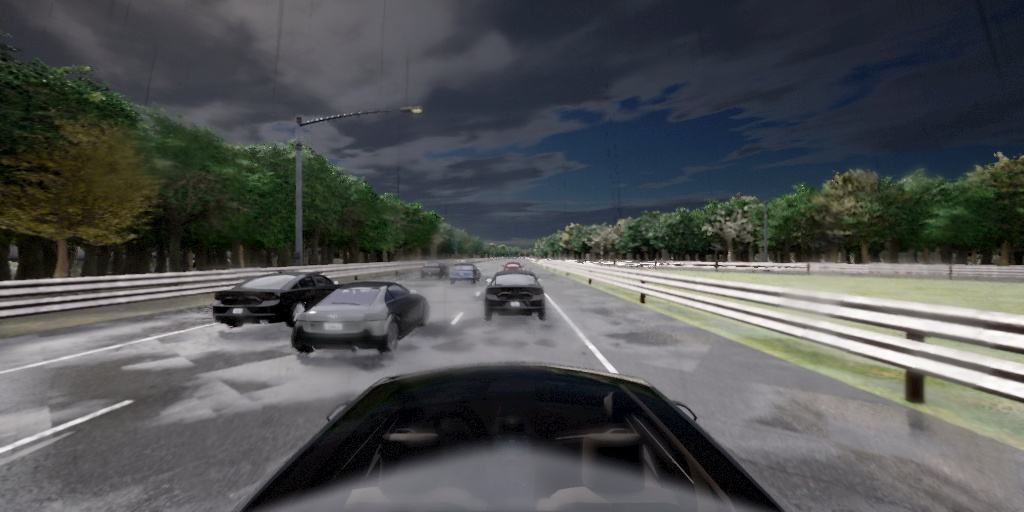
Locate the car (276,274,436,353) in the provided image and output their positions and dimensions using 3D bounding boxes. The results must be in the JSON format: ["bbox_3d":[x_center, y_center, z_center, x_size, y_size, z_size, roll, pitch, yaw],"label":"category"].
[{"bbox_3d":[-3.397,1.316,8.834,1.994,1.385,4.181,0,0,0],"label":"car"}]

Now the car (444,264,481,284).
[{"bbox_3d":[-3.398,1.312,26.769,2.033,1.411,5.357,0,0,0],"label":"car"}]

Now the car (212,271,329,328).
[{"bbox_3d":[-6.893,1.224,11.493,1.882,1.535,5.008,0,0,0],"label":"car"}]

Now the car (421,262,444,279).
[{"bbox_3d":[-6.890,1.257,32.515,2.128,1.511,4.902,1,0,0],"label":"car"}]

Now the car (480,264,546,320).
[{"bbox_3d":[0.101,1.231,12.686,1.882,1.535,5.008,0,0,0],"label":"car"}]

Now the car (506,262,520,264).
[{"bbox_3d":[0.101,1.300,33.566,1.812,1.442,4.674,0,0,0],"label":"car"}]
